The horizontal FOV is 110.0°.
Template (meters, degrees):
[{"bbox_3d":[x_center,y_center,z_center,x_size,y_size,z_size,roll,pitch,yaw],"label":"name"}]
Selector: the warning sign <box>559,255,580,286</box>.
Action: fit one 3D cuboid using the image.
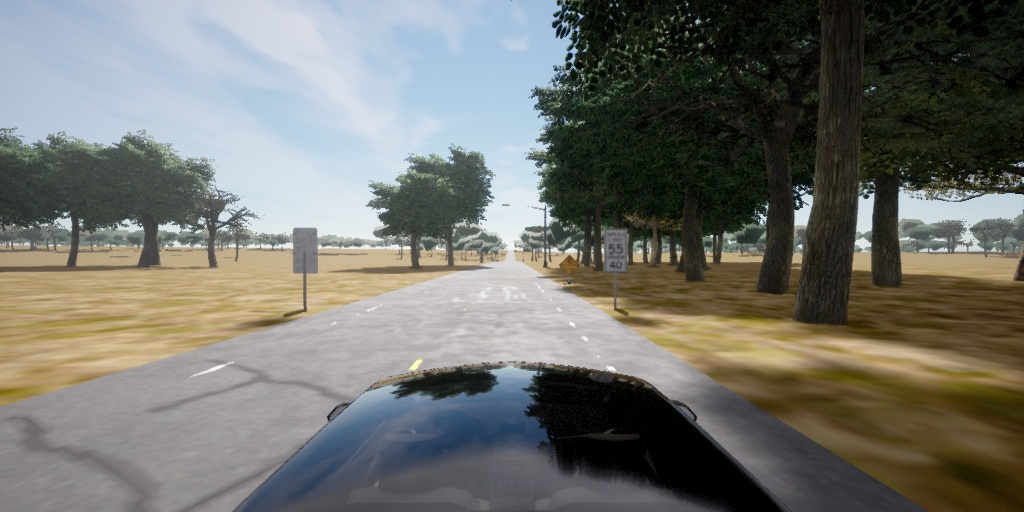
[{"bbox_3d":[3.550,0.860,22.222,1.300,1.860,1.060,0,0,0],"label":"warning sign"}]
